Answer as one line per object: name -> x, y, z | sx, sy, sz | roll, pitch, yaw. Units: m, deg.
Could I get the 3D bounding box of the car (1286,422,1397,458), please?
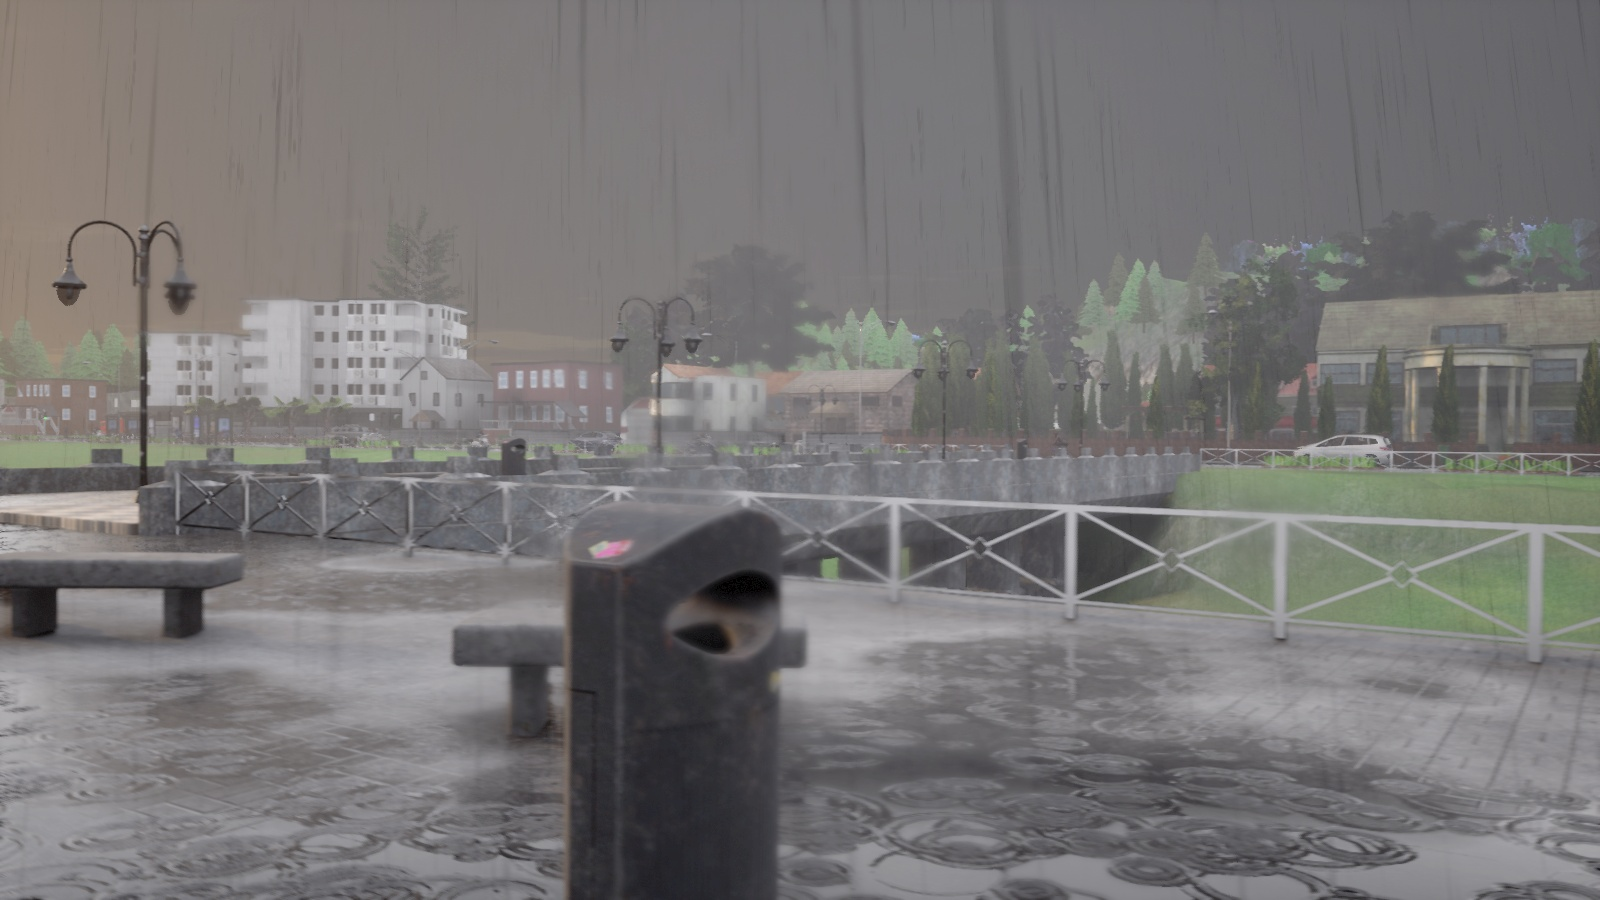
car -> 26.235, -0.492, 60.829 | 4.611, 1.667, 2.242 | 0, 1, 34

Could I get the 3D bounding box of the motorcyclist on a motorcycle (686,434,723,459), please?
motorcyclist on a motorcycle -> -5.914, -0.236, 77.399 | 2.191, 1.530, 0.866 | 0, 1, 34

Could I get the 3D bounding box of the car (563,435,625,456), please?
car -> -14.429, -0.323, 87.861 | 4.193, 1.474, 1.816 | 0, 1, 34
